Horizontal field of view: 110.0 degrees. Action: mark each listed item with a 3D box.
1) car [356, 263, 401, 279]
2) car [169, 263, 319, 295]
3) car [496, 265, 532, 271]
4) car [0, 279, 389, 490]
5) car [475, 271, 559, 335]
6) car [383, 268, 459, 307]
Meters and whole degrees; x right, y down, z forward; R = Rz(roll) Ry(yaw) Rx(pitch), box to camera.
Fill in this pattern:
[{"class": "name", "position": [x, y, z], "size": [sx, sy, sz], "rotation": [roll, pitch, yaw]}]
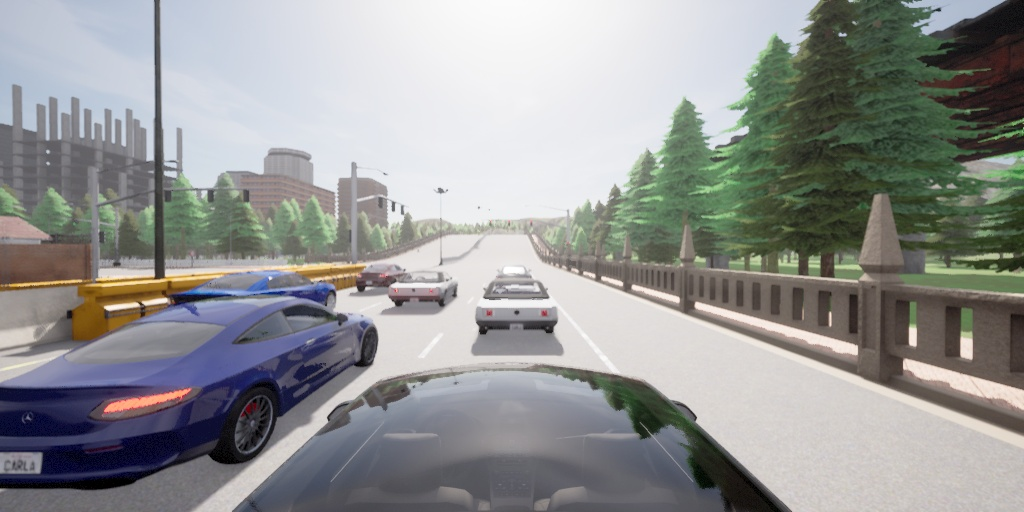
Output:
[{"class": "car", "position": [-6.891, 1.103, 19.579], "size": [1.812, 1.442, 4.674], "rotation": [0, 1, 0]}, {"class": "car", "position": [-6.896, 1.145, 10.238], "size": [1.882, 1.535, 5.008], "rotation": [0, 1, 0]}, {"class": "car", "position": [0.109, 1.148, 18.937], "size": [1.994, 1.385, 4.181], "rotation": [0, 1, 0]}, {"class": "car", "position": [-3.397, 1.246, 4.781], "size": [1.812, 1.442, 4.674], "rotation": [0, 0, 0]}, {"class": "car", "position": [0.105, 1.269, 10.165], "size": [1.895, 1.301, 4.718], "rotation": [0, 1, 0]}, {"class": "car", "position": [-3.394, 1.225, 14.699], "size": [1.895, 1.301, 4.718], "rotation": [0, 1, 0]}]
